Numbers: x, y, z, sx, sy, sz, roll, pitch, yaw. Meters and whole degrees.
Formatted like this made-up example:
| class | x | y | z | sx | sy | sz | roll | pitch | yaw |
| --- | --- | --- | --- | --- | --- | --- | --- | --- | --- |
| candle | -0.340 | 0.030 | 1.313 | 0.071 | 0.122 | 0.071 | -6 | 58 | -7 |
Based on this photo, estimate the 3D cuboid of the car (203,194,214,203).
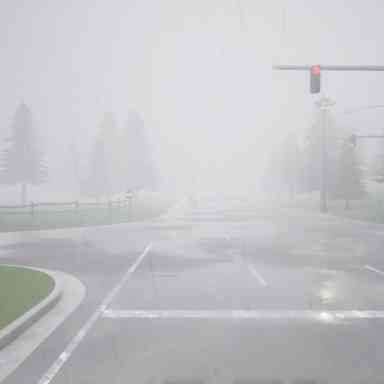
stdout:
| class | x | y | z | sx | sy | sz | roll | pitch | yaw |
| --- | --- | --- | --- | --- | --- | --- | --- | --- | --- |
| car | 3.552 | 1.448 | 70.342 | 1.882 | 1.535 | 5.008 | 0 | 0 | 0 |

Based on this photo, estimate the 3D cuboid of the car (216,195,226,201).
| class | x | y | z | sx | sy | sz | roll | pitch | yaw |
| --- | --- | --- | --- | --- | --- | --- | --- | --- | --- |
| car | 7.060 | 1.402 | 80.789 | 1.895 | 1.301 | 4.718 | 0 | 0 | 0 |

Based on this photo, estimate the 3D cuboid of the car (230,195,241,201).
| class | x | y | z | sx | sy | sz | roll | pitch | yaw |
| --- | --- | --- | --- | --- | --- | --- | --- | --- | --- |
| car | 10.560 | 1.402 | 80.786 | 1.895 | 1.301 | 4.718 | 0 | 0 | 0 |

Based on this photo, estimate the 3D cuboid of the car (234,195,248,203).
| class | x | y | z | sx | sy | sz | roll | pitch | yaw |
| --- | --- | --- | --- | --- | --- | --- | --- | --- | --- |
| car | 10.552 | 1.510 | 70.336 | 2.033 | 1.411 | 5.357 | 0 | 0 | 0 |

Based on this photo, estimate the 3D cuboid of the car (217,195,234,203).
| class | x | y | z | sx | sy | sz | roll | pitch | yaw |
| --- | --- | --- | --- | --- | --- | --- | --- | --- | --- |
| car | 7.052 | 1.495 | 70.339 | 2.128 | 1.511 | 4.902 | 0 | 0 | 0 |

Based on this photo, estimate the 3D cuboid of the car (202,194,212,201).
| class | x | y | z | sx | sy | sz | roll | pitch | yaw |
| --- | --- | --- | --- | --- | --- | --- | --- | --- | --- |
| car | 3.560 | 1.332 | 80.761 | 2.128 | 1.511 | 4.902 | 0 | 0 | 0 |

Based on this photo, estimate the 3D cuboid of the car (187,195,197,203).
| class | x | y | z | sx | sy | sz | roll | pitch | yaw |
| --- | --- | --- | --- | --- | --- | --- | --- | --- | --- |
| car | 0.052 | 1.495 | 70.344 | 2.128 | 1.511 | 4.902 | 0 | 0 | 0 |

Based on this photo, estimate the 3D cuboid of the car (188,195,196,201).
| class | x | y | z | sx | sy | sz | roll | pitch | yaw |
| --- | --- | --- | --- | --- | --- | --- | --- | --- | --- |
| car | 0.060 | 1.402 | 80.794 | 1.895 | 1.301 | 4.718 | 0 | 0 | 0 |
